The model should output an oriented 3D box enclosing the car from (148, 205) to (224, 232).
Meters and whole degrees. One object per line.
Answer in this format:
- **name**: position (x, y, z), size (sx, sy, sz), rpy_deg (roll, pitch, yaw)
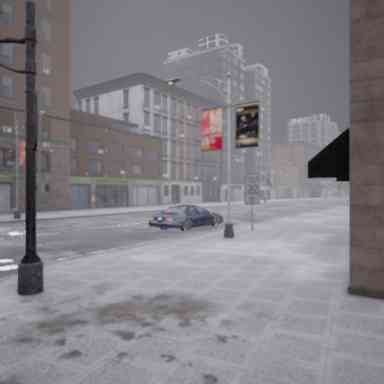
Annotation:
- **car**: position (-0.221, 1.477, 19.685), size (2.033, 1.411, 5.357), rpy_deg (0, 0, 37)
